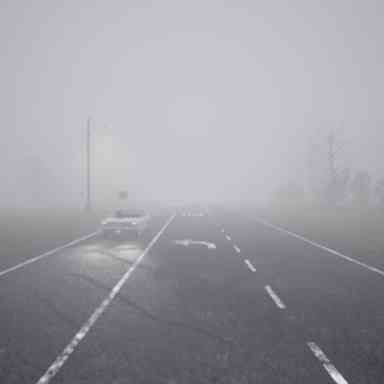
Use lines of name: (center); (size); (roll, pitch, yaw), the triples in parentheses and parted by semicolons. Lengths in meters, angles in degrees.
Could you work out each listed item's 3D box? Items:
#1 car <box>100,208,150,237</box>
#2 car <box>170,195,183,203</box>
car: (-3.492, 1.583, 18.051); (1.895, 1.301, 4.718); (0, 0, 0)
car: (-3.356, 1.411, 66.711); (2.128, 1.511, 4.902); (0, 0, 0)
